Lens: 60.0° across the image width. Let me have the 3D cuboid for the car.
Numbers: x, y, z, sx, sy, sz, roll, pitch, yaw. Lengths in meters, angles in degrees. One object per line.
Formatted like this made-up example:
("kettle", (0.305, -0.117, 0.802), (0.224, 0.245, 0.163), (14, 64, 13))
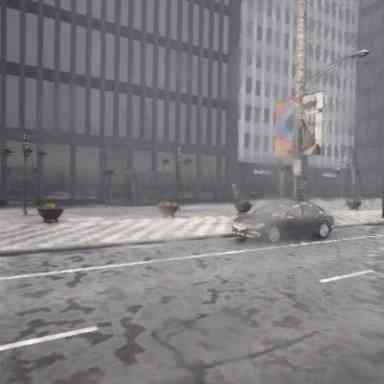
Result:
("car", (3.884, 1.166, 13.914), (4.892, 1.521, 2.231), (0, 2, -31))
